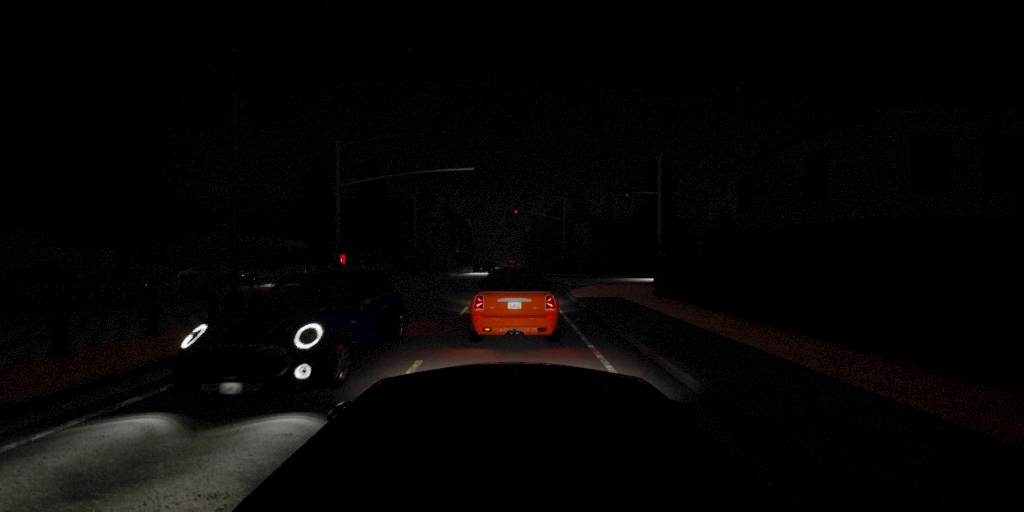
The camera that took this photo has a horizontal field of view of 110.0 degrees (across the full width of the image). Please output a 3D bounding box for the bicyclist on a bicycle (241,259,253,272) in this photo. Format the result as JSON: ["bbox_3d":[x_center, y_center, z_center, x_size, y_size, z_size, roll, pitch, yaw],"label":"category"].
[{"bbox_3d":[-23.577,1.066,31.814,0.582,1.620,1.656,0,0,-2],"label":"bicyclist on a bicycle"}]

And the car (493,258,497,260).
[{"bbox_3d":[-3.624,1.314,54.286,1.994,1.385,4.181,0,0,0],"label":"car"}]

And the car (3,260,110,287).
[{"bbox_3d":[-30.191,1.243,24.139,5.008,1.535,1.882,0,0,-1],"label":"car"}]

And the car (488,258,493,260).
[{"bbox_3d":[-3.622,1.314,44.299,1.994,1.385,4.181,0,0,0],"label":"car"}]

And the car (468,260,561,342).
[{"bbox_3d":[0.066,1.102,9.970,2.097,1.767,4.553,0,0,0],"label":"car"}]

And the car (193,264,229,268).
[{"bbox_3d":[-20.012,1.291,24.456,4.674,1.442,1.812,0,0,-2],"label":"car"}]

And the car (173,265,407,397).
[{"bbox_3d":[-3.601,1.102,6.836,2.097,1.767,4.553,0,0,0],"label":"car"}]

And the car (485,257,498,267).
[{"bbox_3d":[-3.598,1.102,64.405,2.097,1.767,4.553,0,0,0],"label":"car"}]
